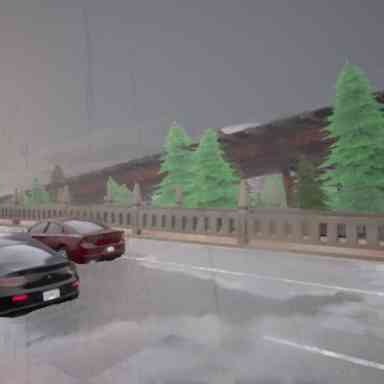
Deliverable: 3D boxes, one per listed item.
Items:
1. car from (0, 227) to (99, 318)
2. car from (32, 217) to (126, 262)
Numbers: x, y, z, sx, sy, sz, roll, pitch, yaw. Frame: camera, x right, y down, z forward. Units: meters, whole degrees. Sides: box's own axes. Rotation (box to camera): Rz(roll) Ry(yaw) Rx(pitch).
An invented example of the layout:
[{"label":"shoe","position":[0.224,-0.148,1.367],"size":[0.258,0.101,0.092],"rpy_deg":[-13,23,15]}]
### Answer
[{"label":"car","position":[-4.283,1.622,7.042],"size":[4.674,1.442,1.812],"rpy_deg":[-1,0,35]},{"label":"car","position":[-4.473,1.610,11.475],"size":[5.008,1.535,1.882],"rpy_deg":[-1,-1,35]}]
